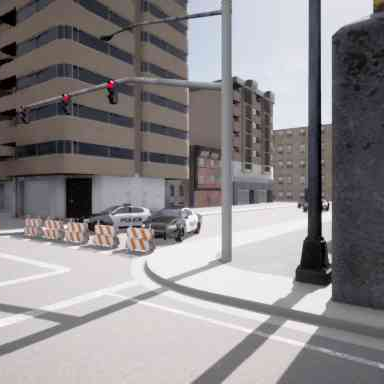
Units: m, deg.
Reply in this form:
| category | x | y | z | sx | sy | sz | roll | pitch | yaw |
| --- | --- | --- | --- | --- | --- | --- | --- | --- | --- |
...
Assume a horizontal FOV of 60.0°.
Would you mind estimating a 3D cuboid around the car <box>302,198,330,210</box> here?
| category | x | y | z | sx | sy | sz | roll | pitch | yaw |
| --- | --- | --- | --- | --- | --- | --- | --- | --- | --- |
| car | 14.356 | 1.295 | 38.371 | 1.853 | 1.218 | 4.536 | 0 | 0 | 36 |

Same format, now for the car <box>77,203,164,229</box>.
| category | x | y | z | sx | sy | sz | roll | pitch | yaw |
| --- | --- | --- | --- | --- | --- | --- | --- | --- | --- |
| car | -4.097 | 1.295 | 19.264 | 4.536 | 1.218 | 1.853 | 0 | 0 | -29 |

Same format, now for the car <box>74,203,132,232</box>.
| category | x | y | z | sx | sy | sz | roll | pitch | yaw |
| --- | --- | --- | --- | --- | --- | --- | --- | --- | --- |
| car | -4.142 | 1.453 | 19.238 | 4.974 | 1.542 | 2.038 | 0 | 0 | -29 |

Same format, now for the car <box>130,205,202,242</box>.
| category | x | y | z | sx | sy | sz | roll | pitch | yaw |
| --- | --- | --- | --- | --- | --- | --- | --- | --- | --- |
| car | -0.949 | 1.453 | 16.553 | 2.038 | 1.542 | 4.974 | 0 | 0 | 16 |

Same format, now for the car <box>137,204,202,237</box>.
| category | x | y | z | sx | sy | sz | roll | pitch | yaw |
| --- | --- | --- | --- | --- | --- | --- | --- | --- | --- |
| car | -0.936 | 1.295 | 16.603 | 1.853 | 1.218 | 4.536 | 0 | 0 | 16 |

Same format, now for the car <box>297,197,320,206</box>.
| category | x | y | z | sx | sy | sz | roll | pitch | yaw |
| --- | --- | --- | --- | --- | --- | --- | --- | --- | --- |
| car | 16.564 | 1.295 | 47.289 | 1.853 | 1.218 | 4.536 | 0 | 0 | 36 |

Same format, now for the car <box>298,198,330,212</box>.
| category | x | y | z | sx | sy | sz | roll | pitch | yaw |
| --- | --- | --- | --- | --- | --- | --- | --- | --- | --- |
| car | 14.326 | 1.453 | 38.329 | 2.038 | 1.542 | 4.974 | 0 | 0 | 36 |
